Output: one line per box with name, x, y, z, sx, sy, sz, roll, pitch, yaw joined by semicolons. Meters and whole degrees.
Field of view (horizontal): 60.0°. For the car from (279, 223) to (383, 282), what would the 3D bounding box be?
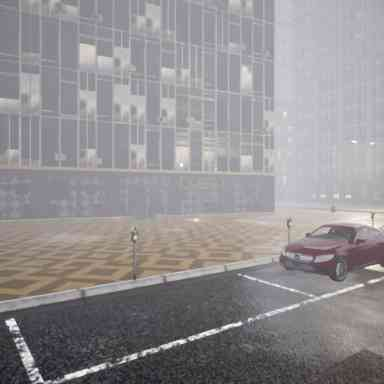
car;4.361;1.579;9.684;4.206;1.307;1.802;0;0;-36
